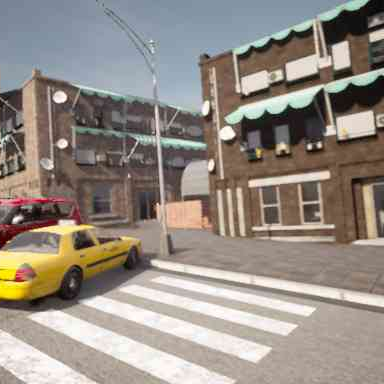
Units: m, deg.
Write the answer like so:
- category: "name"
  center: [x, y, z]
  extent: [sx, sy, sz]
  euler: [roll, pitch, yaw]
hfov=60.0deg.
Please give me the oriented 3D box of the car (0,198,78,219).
- category: "car"
  center: [-5.503, 1.224, 9.995]
  extent: [2.435, 2.045, 5.566]
  euler: [1, -1, 15]

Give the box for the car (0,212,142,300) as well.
- category: "car"
  center: [-2.980, 1.478, 8.454]
  extent: [1.946, 1.575, 5.366]
  euler: [0, -1, 15]
